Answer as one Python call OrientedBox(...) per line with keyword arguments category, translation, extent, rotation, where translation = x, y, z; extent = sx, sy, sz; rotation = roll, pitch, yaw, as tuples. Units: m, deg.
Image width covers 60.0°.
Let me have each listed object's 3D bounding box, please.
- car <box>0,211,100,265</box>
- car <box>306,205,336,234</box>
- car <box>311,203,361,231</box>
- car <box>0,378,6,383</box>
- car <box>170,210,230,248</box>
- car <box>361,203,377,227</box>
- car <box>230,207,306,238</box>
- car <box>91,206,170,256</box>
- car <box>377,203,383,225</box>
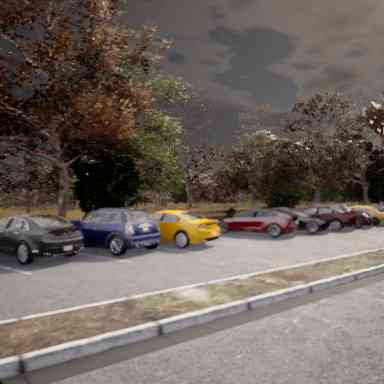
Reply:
OrientedBox(category="car", translation=(-5.900, 1.531, 11.882), extent=(4.892, 1.521, 2.231), rotation=(-1, -1, 34))
OrientedBox(category="car", translation=(6.047, 1.707, 20.682), extent=(4.792, 1.488, 2.163), rotation=(-1, -1, 33))
OrientedBox(category="car", translation=(8.373, 1.708, 22.489), extent=(5.008, 1.535, 2.097), rotation=(-1, -1, 33))
OrientedBox(category="car", translation=(-2.808, 1.548, 1.140), extent=(4.181, 1.385, 1.994), rotation=(1, 0, -36))
OrientedBox(category="car", translation=(-1.099, 1.589, 15.369), extent=(5.008, 1.535, 2.097), rotation=(-1, -1, 34))
OrientedBox(category="car", translation=(10.686, 1.613, 24.332), extent=(4.553, 1.767, 2.185), rotation=(-1, -2, 32))
OrientedBox(category="car", translation=(3.623, 1.678, 18.923), extent=(4.792, 1.488, 2.163), rotation=(-1, -1, 33))
OrientedBox(category="car", translation=(-3.474, 1.433, 13.611), extent=(4.553, 1.767, 2.185), rotation=(-1, -1, 34))
OrientedBox(category="car", translation=(12.880, 1.767, 26.232), extent=(5.366, 1.575, 1.946), rotation=(-1, -1, 32))
